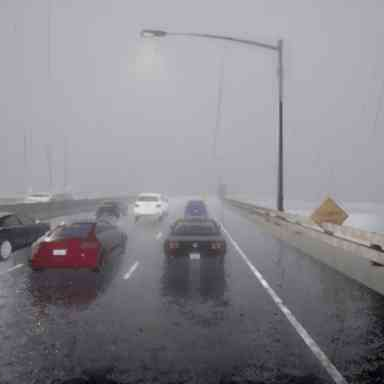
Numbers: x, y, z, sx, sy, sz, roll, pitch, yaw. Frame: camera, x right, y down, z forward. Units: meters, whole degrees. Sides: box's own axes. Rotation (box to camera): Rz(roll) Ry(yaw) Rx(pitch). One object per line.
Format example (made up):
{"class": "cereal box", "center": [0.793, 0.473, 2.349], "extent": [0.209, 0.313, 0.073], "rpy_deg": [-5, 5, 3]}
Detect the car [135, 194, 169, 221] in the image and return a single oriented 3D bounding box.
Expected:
{"class": "car", "center": [-3.202, 1.178, 27.114], "extent": [2.150, 2.045, 5.566], "rpy_deg": [0, 0, 1]}

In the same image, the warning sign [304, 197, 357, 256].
{"class": "warning sign", "center": [4.576, 1.093, 11.110], "extent": [1.300, 1.860, 1.060], "rpy_deg": [-1, -1, 0]}

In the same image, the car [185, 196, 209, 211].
{"class": "car", "center": [0.357, 1.428, 29.703], "extent": [1.882, 1.535, 5.008], "rpy_deg": [0, 0, 1]}

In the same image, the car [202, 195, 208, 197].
{"class": "car", "center": [2.716, 1.397, 70.638], "extent": [1.882, 1.535, 5.008], "rpy_deg": [0, 0, 2]}

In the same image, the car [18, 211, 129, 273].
{"class": "car", "center": [-3.405, 1.542, 10.688], "extent": [1.994, 1.385, 4.181], "rpy_deg": [0, 0, 1]}

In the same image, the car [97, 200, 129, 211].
{"class": "car", "center": [-6.673, 1.459, 28.352], "extent": [1.837, 1.490, 4.892], "rpy_deg": [0, 1, 1]}

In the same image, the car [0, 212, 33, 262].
{"class": "car", "center": [-6.882, 1.454, 12.140], "extent": [1.882, 1.535, 5.008], "rpy_deg": [0, 0, 1]}

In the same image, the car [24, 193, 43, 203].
{"class": "car", "center": [-23.766, 1.157, 51.576], "extent": [2.150, 2.045, 5.566], "rpy_deg": [0, 0, 2]}

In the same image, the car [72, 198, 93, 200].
{"class": "car", "center": [-16.730, 1.533, 52.659], "extent": [1.895, 1.301, 4.718], "rpy_deg": [0, 0, 2]}

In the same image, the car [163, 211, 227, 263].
{"class": "car", "center": [0.115, 1.577, 11.879], "extent": [1.895, 1.301, 4.718], "rpy_deg": [0, 0, 1]}

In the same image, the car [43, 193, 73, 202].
{"class": "car", "center": [-20.274, 1.156, 51.437], "extent": [2.150, 2.045, 5.566], "rpy_deg": [0, 0, 2]}
